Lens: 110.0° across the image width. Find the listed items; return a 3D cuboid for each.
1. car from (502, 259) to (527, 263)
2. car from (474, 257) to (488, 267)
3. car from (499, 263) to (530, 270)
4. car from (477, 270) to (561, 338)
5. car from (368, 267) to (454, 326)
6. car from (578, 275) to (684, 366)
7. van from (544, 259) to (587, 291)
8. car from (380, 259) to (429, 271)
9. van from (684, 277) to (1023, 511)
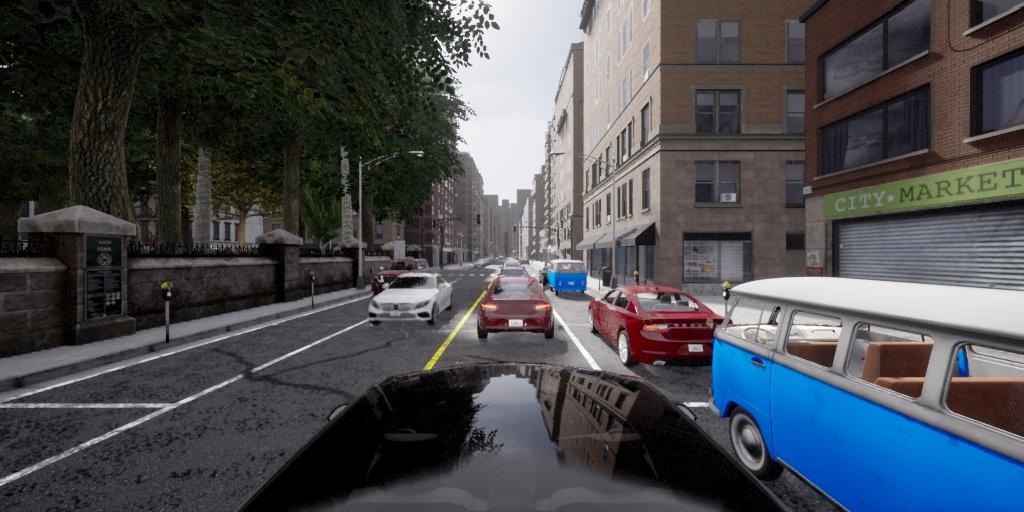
[{"bbox_3d":[0.011,1.242,29.329,1.837,1.490,4.892,0,0,0],"label":"car"},{"bbox_3d":[-5.651,1.230,62.606,1.751,1.417,4.829,0,0,0],"label":"car"},{"bbox_3d":[0.102,1.292,19.585,2.033,1.411,5.357,0,0,1],"label":"car"},{"bbox_3d":[0.097,1.275,10.006,1.812,1.442,4.674,0,0,0],"label":"car"},{"bbox_3d":[-3.093,1.274,11.855,1.812,1.442,4.674,0,0,0],"label":"car"},{"bbox_3d":[2.858,1.294,7.804,1.888,1.381,4.507,0,0,0],"label":"car"},{"bbox_3d":[2.861,1.086,19.125,1.690,1.789,3.998,0,0,0],"label":"van"},{"bbox_3d":[-5.663,1.060,19.087,2.192,1.841,5.009,0,0,0],"label":"car"},{"bbox_3d":[2.857,1.091,2.143,1.690,1.789,3.998,0,0,0],"label":"van"}]
